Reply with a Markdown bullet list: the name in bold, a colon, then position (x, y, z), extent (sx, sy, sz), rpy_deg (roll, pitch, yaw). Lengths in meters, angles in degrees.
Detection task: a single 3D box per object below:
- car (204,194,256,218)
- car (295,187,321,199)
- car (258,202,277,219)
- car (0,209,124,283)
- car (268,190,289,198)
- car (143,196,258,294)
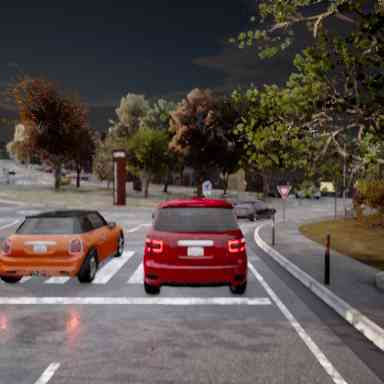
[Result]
- **car**: position (3.326, 1.144, 28.552), extent (2.097, 1.767, 4.553), rpy_deg (3, 2, 43)
- **car**: position (20.402, 0.149, 58.777), extent (2.150, 2.045, 5.566), rpy_deg (0, 2, -15)
- **car**: position (4.615, 1.448, 25.426), extent (2.033, 1.411, 5.357), rpy_deg (2, 2, 37)
- **car**: position (-3.398, 1.280, 9.648), extent (2.097, 1.767, 4.553), rpy_deg (0, 1, 1)
- **car**: position (15.798, 0.345, 62.429), extent (2.033, 1.411, 5.357), rpy_deg (-1, 2, -24)
- **car**: position (0.067, 1.158, 8.789), extent (2.150, 2.045, 5.566), rpy_deg (0, 1, 0)
